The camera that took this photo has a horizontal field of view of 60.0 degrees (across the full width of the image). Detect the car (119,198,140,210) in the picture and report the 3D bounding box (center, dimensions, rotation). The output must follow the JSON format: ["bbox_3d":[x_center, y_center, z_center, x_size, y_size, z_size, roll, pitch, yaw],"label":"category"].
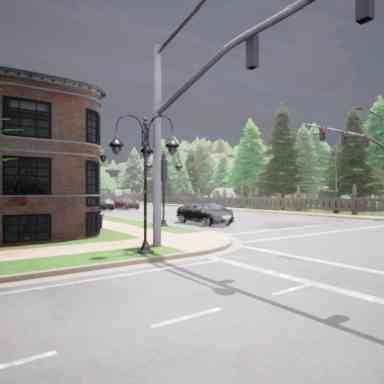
[{"bbox_3d":[-8.336,1.482,41.925,1.882,1.535,5.008,0,0,-35],"label":"car"}]

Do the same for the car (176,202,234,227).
[{"bbox_3d":[0.787,1.485,22.695,2.128,1.511,4.902,0,0,-35],"label":"car"}]

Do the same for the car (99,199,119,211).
[{"bbox_3d":[-10.737,1.595,39.241,1.895,1.301,4.718,0,0,-35],"label":"car"}]

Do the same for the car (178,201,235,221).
[{"bbox_3d":[1.117,1.540,28.313,2.033,1.411,5.357,0,0,-35],"label":"car"}]
